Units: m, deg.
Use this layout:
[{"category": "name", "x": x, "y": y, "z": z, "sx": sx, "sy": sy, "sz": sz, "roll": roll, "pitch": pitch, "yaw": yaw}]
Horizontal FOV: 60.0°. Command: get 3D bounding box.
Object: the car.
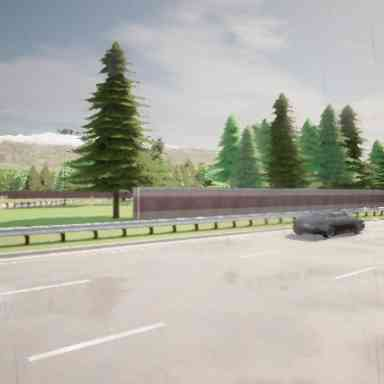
[{"category": "car", "x": 7.244, "y": 1.575, "z": 17.510, "sx": 4.181, "sy": 1.385, "sz": 1.994, "roll": 0, "pitch": 0, "yaw": -36}]
